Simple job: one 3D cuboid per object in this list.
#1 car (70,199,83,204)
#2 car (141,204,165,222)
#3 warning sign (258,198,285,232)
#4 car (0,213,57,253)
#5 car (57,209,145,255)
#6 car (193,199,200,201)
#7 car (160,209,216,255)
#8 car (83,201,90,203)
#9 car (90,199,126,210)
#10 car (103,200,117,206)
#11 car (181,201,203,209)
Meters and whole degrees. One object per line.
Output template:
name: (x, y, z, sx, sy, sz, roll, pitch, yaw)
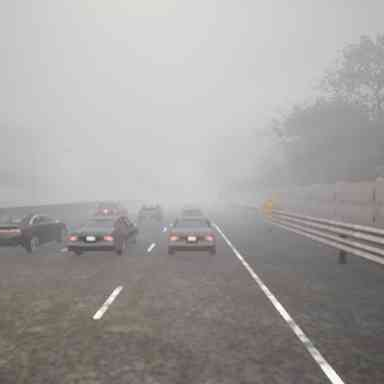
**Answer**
car: (-24.508, 2.258, 71.012, 1.837, 1.490, 4.892, 0, -1, 0)
car: (-3.500, 1.785, 29.298, 2.128, 1.511, 4.902, 0, -1, 0)
warning sign: (4.546, 1.302, 19.137, 1.300, 1.860, 1.060, 0, -1, 0)
car: (-6.998, 1.632, 14.299, 2.128, 1.511, 4.902, 0, 0, 0)
car: (-3.500, 1.683, 13.997, 2.033, 1.411, 5.357, 0, -1, 0)
car: (1.215, 2.506, 89.128, 1.812, 1.442, 4.674, 0, -1, 0)
car: (-0.001, 1.683, 13.997, 2.033, 1.411, 5.357, 0, -1, 0)
car: (-21.008, 2.282, 71.012, 1.812, 1.442, 4.674, 0, -1, 0)
car: (-7.001, 1.641, 29.078, 2.097, 1.767, 4.553, 0, -1, 0)
car: (-17.508, 2.353, 70.982, 1.895, 1.301, 4.718, 0, -1, 0)
car: (0.001, 1.819, 29.379, 1.812, 1.442, 4.674, 0, 0, 0)
